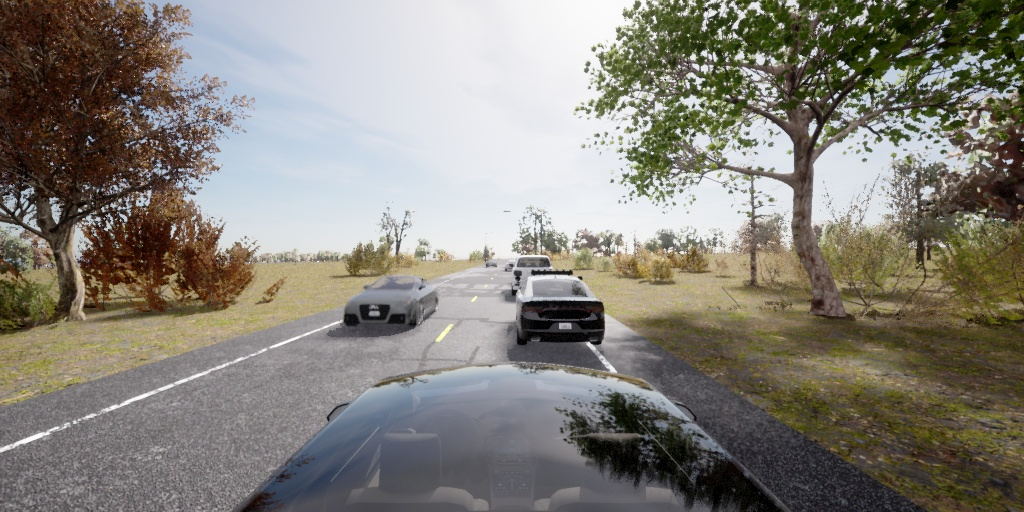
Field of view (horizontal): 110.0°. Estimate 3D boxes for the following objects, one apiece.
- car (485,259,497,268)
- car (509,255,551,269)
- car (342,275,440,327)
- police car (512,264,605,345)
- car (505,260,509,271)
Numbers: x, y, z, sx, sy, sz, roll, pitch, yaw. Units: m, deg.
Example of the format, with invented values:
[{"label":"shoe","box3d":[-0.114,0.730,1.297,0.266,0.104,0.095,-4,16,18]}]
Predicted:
[{"label":"car","box3d":[-3.493,1.246,60.363,2.128,1.511,4.902,0,0,0]},{"label":"car","box3d":[1.053,0.977,19.572,2.150,2.045,5.566,0,0,0]},{"label":"car","box3d":[-3.599,1.315,11.370,1.994,1.385,4.181,0,0,0]},{"label":"police car","box3d":[1.051,1.177,9.650,1.930,1.638,5.238,0,0,0]},{"label":"car","box3d":[0.045,1.279,48.271,1.812,1.442,4.674,0,0,1]}]
